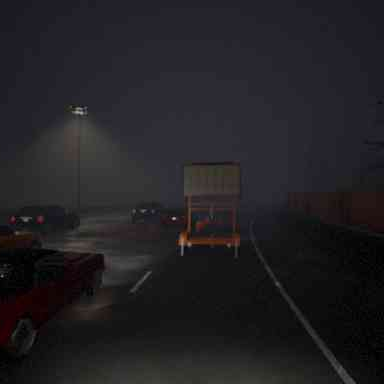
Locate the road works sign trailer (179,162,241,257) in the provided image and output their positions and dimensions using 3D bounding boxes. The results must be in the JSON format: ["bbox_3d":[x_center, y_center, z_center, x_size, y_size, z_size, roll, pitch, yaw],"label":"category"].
[{"bbox_3d":[0.819,0.591,13.600,2.380,3.560,2.880,0,-1,8],"label":"road works sign trailer"}]

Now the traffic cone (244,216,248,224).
[{"bbox_3d":[4.237,2.194,26.220,0.340,0.580,0.340,0,-1,8],"label":"traffic cone"}]

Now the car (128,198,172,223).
[{"bbox_3d":[-3.488,1.626,28.766,2.097,1.767,4.553,0,-1,12],"label":"car"}]

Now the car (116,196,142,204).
[{"bbox_3d":[-11.285,1.821,62.803,2.150,2.045,5.566,0,0,23],"label":"car"}]

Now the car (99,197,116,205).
[{"bbox_3d":[-14.711,2.162,63.616,2.033,1.411,5.357,0,-1,23],"label":"car"}]

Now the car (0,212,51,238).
[{"bbox_3d":[-6.317,1.577,9.618,1.882,1.535,5.008,0,-1,4],"label":"car"}]

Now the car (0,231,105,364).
[{"bbox_3d":[-3.105,1.661,5.911,1.895,1.301,4.718,0,-1,3],"label":"car"}]

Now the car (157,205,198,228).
[{"bbox_3d":[-0.829,1.792,24.258,1.994,1.385,4.181,0,-1,10],"label":"car"}]

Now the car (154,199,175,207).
[{"bbox_3d":[-5.475,2.139,67.185,2.128,1.511,4.902,0,-1,25],"label":"car"}]

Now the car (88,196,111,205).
[{"bbox_3d":[-17.857,1.854,65.198,2.150,2.045,5.566,0,0,23],"label":"car"}]

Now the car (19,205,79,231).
[{"bbox_3d":[-8.631,1.552,20.002,2.097,1.767,4.553,0,-1,8],"label":"car"}]
